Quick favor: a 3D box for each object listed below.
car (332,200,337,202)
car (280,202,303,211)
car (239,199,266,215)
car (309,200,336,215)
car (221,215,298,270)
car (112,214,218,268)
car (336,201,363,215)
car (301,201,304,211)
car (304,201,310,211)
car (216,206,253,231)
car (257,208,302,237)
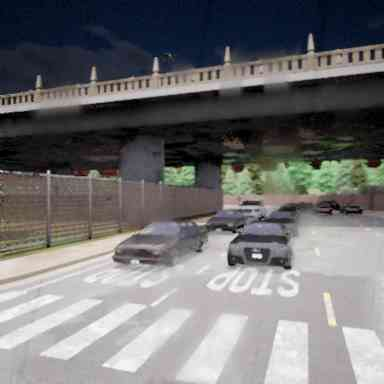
[{"bbox_3d":[20.904,1.986,51.266,2.097,1.767,4.553,0,-1,-4],"label":"car"},{"bbox_3d":[8.184,1.896,28.161,1.837,1.490,4.892,-1,-1,19],"label":"car"},{"bbox_3d":[5.893,1.693,32.239,2.150,2.045,5.566,-1,-1,19],"label":"car"},{"bbox_3d":[16.138,2.088,41.323,1.994,1.385,4.181,-1,-1,14],"label":"car"},{"bbox_3d":[2.590,1.756,11.853,1.994,1.385,4.181,-1,-1,19],"label":"car"},{"bbox_3d":[-0.842,1.780,12.688,2.033,1.411,5.357,-1,-1,20],"label":"car"},{"bbox_3d":[19.710,2.059,41.357,1.994,1.385,4.181,-1,-1,13],"label":"car"},{"bbox_3d":[11.489,1.991,38.085,1.882,1.535,5.008,-1,-1,17],"label":"car"},{"bbox_3d":[17.403,2.168,51.254,1.837,1.490,4.892,0,-1,-4],"label":"car"},{"bbox_3d":[2.454,1.896,22.207,2.033,1.411,5.357,-1,-1,19],"label":"car"},{"bbox_3d":[5.318,1.853,19.798,1.994,1.385,4.181,-1,-1,18],"label":"car"}]
